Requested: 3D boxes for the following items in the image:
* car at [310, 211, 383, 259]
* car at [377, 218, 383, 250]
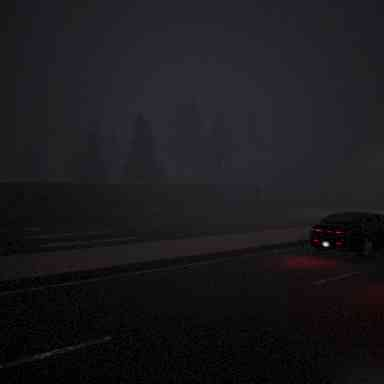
[{"bbox_3d":[6.497,1.505,12.679,4.892,1.490,1.837,0,0,-35],"label":"car"},{"bbox_3d":[7.391,1.491,9.019,4.902,1.511,2.128,0,0,-35],"label":"car"}]
